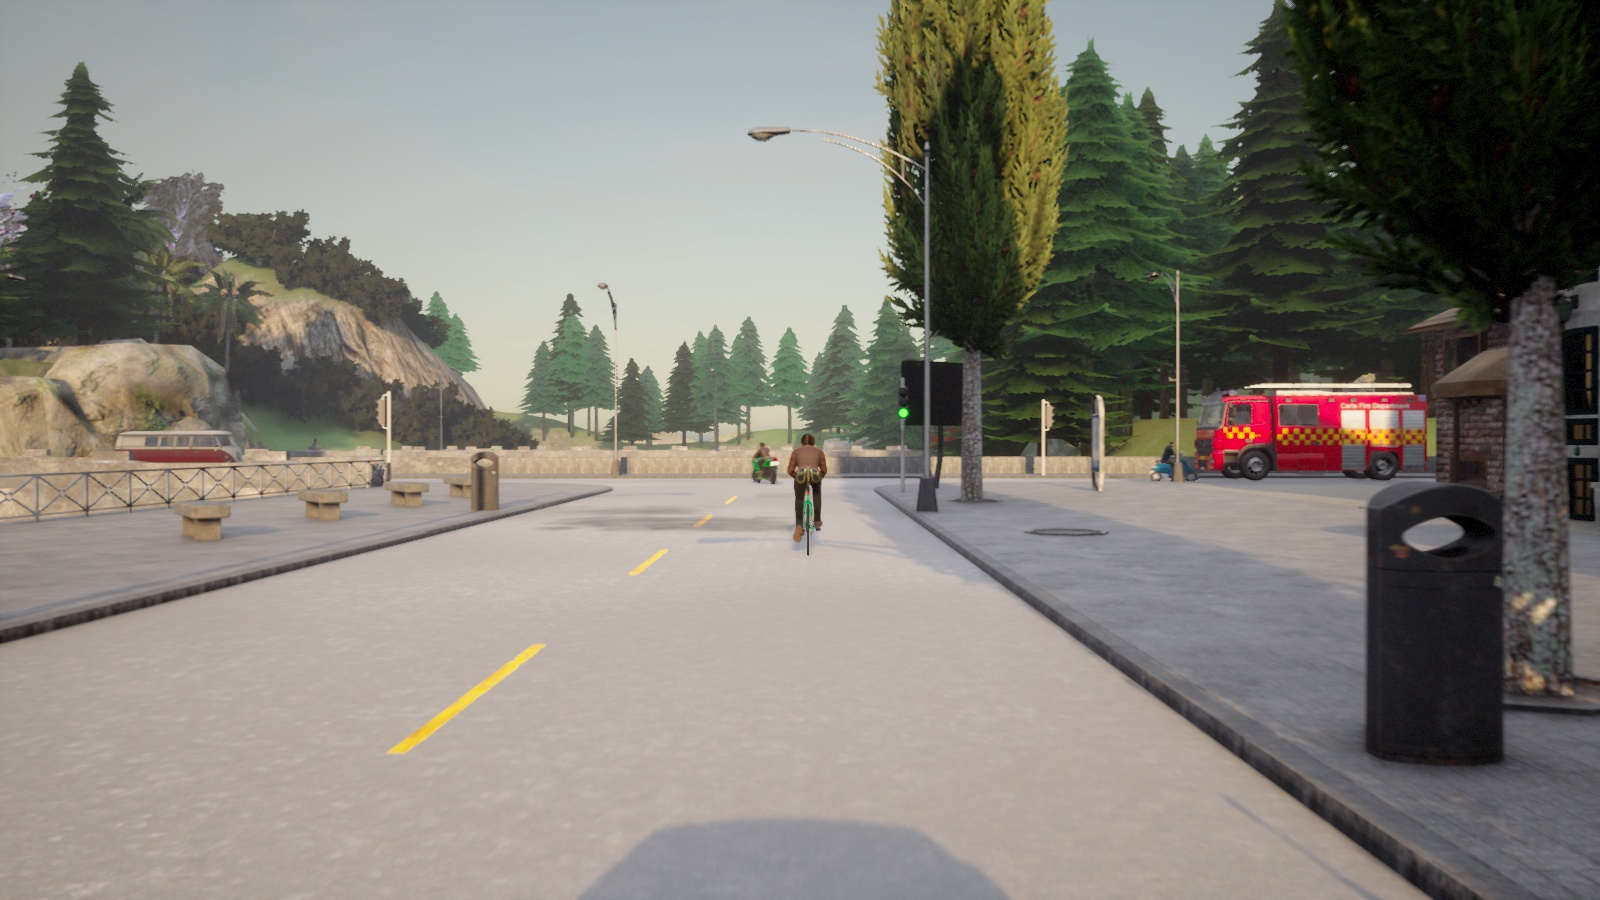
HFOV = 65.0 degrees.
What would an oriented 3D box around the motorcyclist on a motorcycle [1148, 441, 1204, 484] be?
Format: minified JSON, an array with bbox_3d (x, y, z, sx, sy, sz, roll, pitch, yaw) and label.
[{"bbox_3d":[13.886,0.449,46.429,1.817,1.590,0.866,0,0,0],"label":"motorcyclist on a motorcycle"}]

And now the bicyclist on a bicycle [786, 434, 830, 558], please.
[{"bbox_3d":[0.111,0.602,17.229,0.582,1.620,1.656,0,0,0],"label":"bicyclist on a bicycle"}]

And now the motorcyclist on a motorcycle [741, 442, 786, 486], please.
[{"bbox_3d":[-1.314,0.473,45.002,0.797,1.523,2.044,-2,1,-26],"label":"motorcyclist on a motorcycle"}]

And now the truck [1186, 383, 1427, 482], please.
[{"bbox_3d":[20.184,-0.686,50.407,8.468,3.827,2.891,0,0,0],"label":"truck"}]

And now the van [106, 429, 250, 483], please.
[{"bbox_3d":[-23.068,0.218,46.676,4.442,1.987,1.775,0,0,0],"label":"van"}]
